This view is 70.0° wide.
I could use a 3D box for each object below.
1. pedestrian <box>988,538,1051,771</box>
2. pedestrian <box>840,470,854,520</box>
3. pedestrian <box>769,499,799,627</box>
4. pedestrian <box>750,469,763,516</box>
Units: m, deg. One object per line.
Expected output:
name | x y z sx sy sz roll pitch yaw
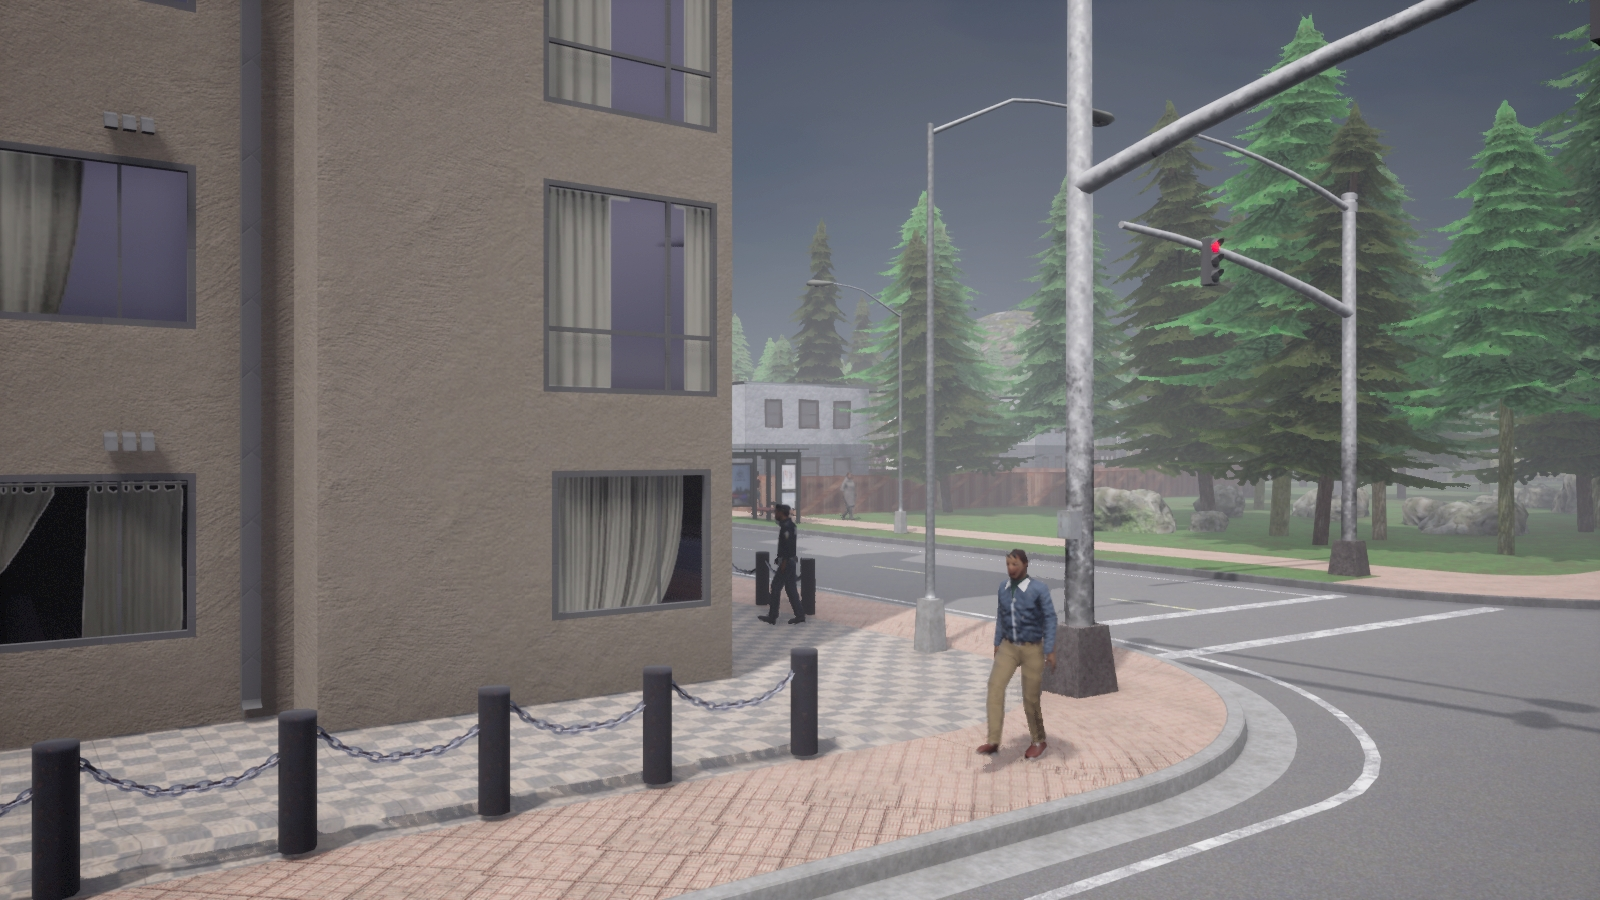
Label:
pedestrian | 1.844 1.694 9.618 0.375 1.860 0.375 0 0 44
pedestrian | 1.758 1.676 42.584 0.375 1.860 0.375 0 0 -39
pedestrian | -0.240 1.677 17.067 0.375 1.860 0.375 0 0 12
pedestrian | -1.709 1.676 45.112 0.375 1.860 0.375 0 0 -29
